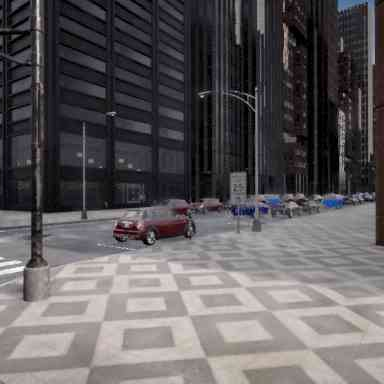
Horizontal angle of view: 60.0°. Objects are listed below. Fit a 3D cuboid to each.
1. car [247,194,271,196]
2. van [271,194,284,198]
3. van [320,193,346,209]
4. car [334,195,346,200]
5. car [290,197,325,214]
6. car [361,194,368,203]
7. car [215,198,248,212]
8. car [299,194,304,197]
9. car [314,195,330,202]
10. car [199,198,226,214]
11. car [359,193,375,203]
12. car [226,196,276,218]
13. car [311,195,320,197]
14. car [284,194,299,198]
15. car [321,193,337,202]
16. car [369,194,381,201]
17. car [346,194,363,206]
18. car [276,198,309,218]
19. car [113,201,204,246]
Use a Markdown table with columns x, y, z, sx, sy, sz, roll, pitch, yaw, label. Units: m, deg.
| x | y | z | sx | sy | sz | roll | pitch | yaw | label |
| --- | --- | --- | --- | --- | --- | --- | --- | --- | --- |
| 7.901 | 1.232 | 42.987 | 2.192 | 1.841 | 5.009 | 0 | 0 | 36 | car |
| 11.176 | 1.247 | 47.540 | 1.690 | 1.788 | 3.998 | 0 | 0 | 36 | van |
| 18.107 | 1.216 | 42.576 | 1.690 | 1.788 | 3.998 | 0 | 0 | 36 | van |
| 37.380 | 1.395 | 83.972 | 1.947 | 1.339 | 4.313 | 0 | 0 | 36 | car |
| 11.557 | 1.465 | 33.469 | 1.947 | 1.339 | 4.313 | 0 | 0 | 36 | car |
| 27.933 | 1.409 | 56.237 | 1.947 | 1.339 | 4.313 | 0 | 0 | 36 | car |
| 4.626 | 1.480 | 38.433 | 2.008 | 1.369 | 4.403 | 0 | 0 | 36 | car |
| 17.727 | 1.199 | 56.648 | 2.192 | 1.841 | 5.009 | 0 | 0 | 36 | car |
| 27.554 | 1.406 | 70.310 | 2.008 | 1.369 | 4.403 | 0 | 0 | 36 | car |
| 1.351 | 1.383 | 33.879 | 1.967 | 1.590 | 4.097 | 0 | 0 | 36 | car |
| 34.484 | 1.369 | 65.345 | 1.887 | 1.381 | 4.507 | 0 | 0 | 36 | car |
| 5.307 | 1.402 | 29.356 | 1.882 | 1.535 | 5.008 | 0 | 0 | 36 | car |
| 24.278 | 1.304 | 65.756 | 1.967 | 1.590 | 4.097 | 0 | 0 | 36 | car |
| 14.452 | 1.209 | 52.095 | 2.192 | 1.841 | 5.009 | 0 | 0 | 36 | car |
| 30.829 | 1.161 | 74.864 | 2.192 | 1.841 | 5.009 | 0 | 0 | 36 | car |
| 41.034 | 1.246 | 74.451 | 1.967 | 1.590 | 4.097 | 0 | 0 | 36 | car |
| 24.658 | 1.419 | 51.683 | 1.947 | 1.339 | 4.313 | 0 | 0 | 36 | car |
| 8.282 | 1.463 | 28.916 | 2.008 | 1.369 | 4.403 | 0 | 0 | 36 | car |
| -1.543 | 1.393 | 15.256 | 1.967 | 1.590 | 4.097 | 0 | 0 | 36 | car |
